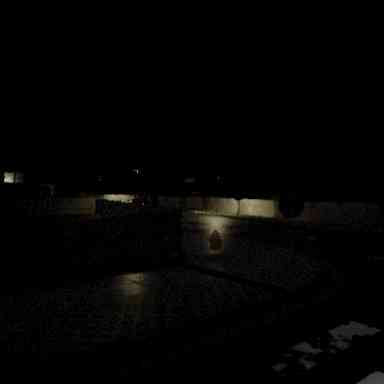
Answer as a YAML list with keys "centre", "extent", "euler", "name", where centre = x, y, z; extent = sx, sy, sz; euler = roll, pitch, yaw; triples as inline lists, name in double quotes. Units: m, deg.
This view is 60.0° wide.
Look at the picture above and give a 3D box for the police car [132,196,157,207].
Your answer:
- centre: [-5.825, 1.307, 40.783]
  extent: [1.930, 1.638, 5.238]
  euler: [3, -1, -26]
  name: "police car"
